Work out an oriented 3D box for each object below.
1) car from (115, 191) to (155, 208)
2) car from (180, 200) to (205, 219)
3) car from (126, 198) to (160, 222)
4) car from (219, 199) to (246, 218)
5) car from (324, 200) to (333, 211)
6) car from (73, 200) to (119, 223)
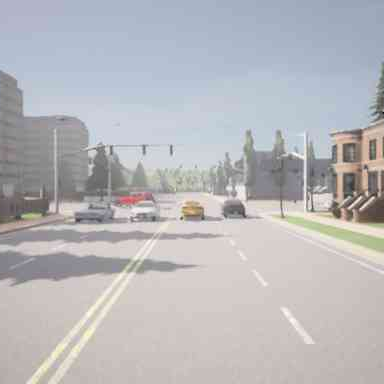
[{"bbox_3d":[-7.435,1.062,42.868,5.566,2.045,2.150,0,-1,29],"label":"car"},{"bbox_3d":[0.013,1.376,27.512,1.882,1.535,5.008,0,0,-1],"label":"car"},{"bbox_3d":[-3.516,1.431,25.475,1.812,1.442,4.674,0,0,0],"label":"car"},{"bbox_3d":[3.543,1.397,29.139,1.837,1.490,4.892,0,0,0],"label":"car"},{"bbox_3d":[17.001,1.391,36.747,4.674,1.442,1.812,0,0,0],"label":"car"},{"bbox_3d":[-7.026,1.510,24.425,1.895,1.301,4.718,0,0,0],"label":"car"}]
